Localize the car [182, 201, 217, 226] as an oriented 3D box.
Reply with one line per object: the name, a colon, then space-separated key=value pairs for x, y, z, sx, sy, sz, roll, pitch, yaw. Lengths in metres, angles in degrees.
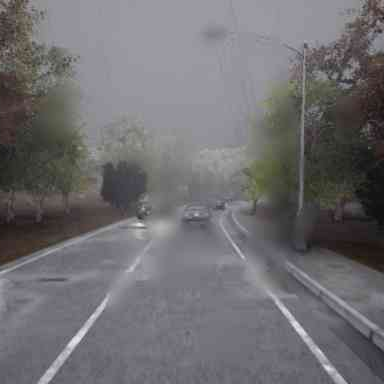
car: x=0.392 y=1.470 z=22.032 sx=2.033 sy=1.411 sz=5.357 roll=0 pitch=-2 yaw=3

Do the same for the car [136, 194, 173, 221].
car: x=-2.905 y=1.165 z=27.197 sx=2.150 sy=2.045 sz=5.566 roll=0 pitch=0 yaw=5

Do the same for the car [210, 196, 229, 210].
car: x=3.219 y=1.579 z=43.029 sx=1.895 sy=1.301 sz=4.718 roll=1 pitch=0 yaw=12

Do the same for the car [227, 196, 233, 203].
car: x=6.743 y=1.534 z=66.698 sx=1.895 sy=1.301 sz=4.718 roll=2 pitch=1 yaw=22
